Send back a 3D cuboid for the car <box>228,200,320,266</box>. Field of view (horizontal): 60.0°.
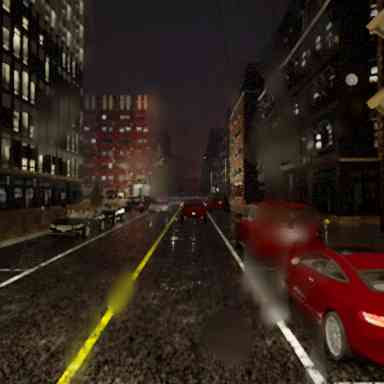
[{"bbox_3d":[2.675,1.251,11.189,2.192,1.841,5.009,1,0,0],"label":"car"}]

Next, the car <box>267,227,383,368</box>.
[{"bbox_3d":[2.670,1.550,5.534,1.802,1.307,4.206,1,0,0],"label":"car"}]

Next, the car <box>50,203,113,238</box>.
[{"bbox_3d":[-5.673,1.454,16.887,2.008,1.369,4.403,1,0,0],"label":"car"}]

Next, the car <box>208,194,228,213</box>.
[{"bbox_3d":[2.684,1.122,33.813,2.192,1.841,5.009,1,0,0],"label":"car"}]

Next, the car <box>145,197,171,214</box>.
[{"bbox_3d":[-3.087,1.415,32.527,1.895,1.301,4.718,0,0,0],"label":"car"}]

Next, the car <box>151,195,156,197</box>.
[{"bbox_3d":[-5.661,1.182,45.168,1.967,1.590,4.097,1,0,0],"label":"car"}]

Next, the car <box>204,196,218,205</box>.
[{"bbox_3d":[2.856,1.291,50.784,1.802,1.307,4.206,1,0,0],"label":"car"}]

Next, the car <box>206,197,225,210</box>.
[{"bbox_3d":[2.682,1.340,39.472,1.947,1.339,4.313,1,0,0],"label":"car"}]

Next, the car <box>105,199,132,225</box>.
[{"bbox_3d":[-5.671,1.422,22.544,2.008,1.369,4.403,1,0,0],"label":"car"}]

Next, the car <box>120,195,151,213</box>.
[{"bbox_3d":[-5.665,1.247,33.855,1.967,1.590,4.097,1,0,0],"label":"car"}]

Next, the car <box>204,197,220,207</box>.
[{"bbox_3d":[2.684,1.324,45.128,1.802,1.307,4.206,1,0,0],"label":"car"}]

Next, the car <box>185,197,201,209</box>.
[{"bbox_3d":[0.116,1.360,42.070,1.895,1.301,4.718,0,0,0],"label":"car"}]

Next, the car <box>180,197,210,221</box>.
[{"bbox_3d":[0.110,1.333,25.311,1.882,1.535,5.008,0,0,0],"label":"car"}]

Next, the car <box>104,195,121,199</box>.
[{"bbox_3d":[-18.682,1.264,79.175,4.313,1.339,1.947,0,0,0],"label":"car"}]
